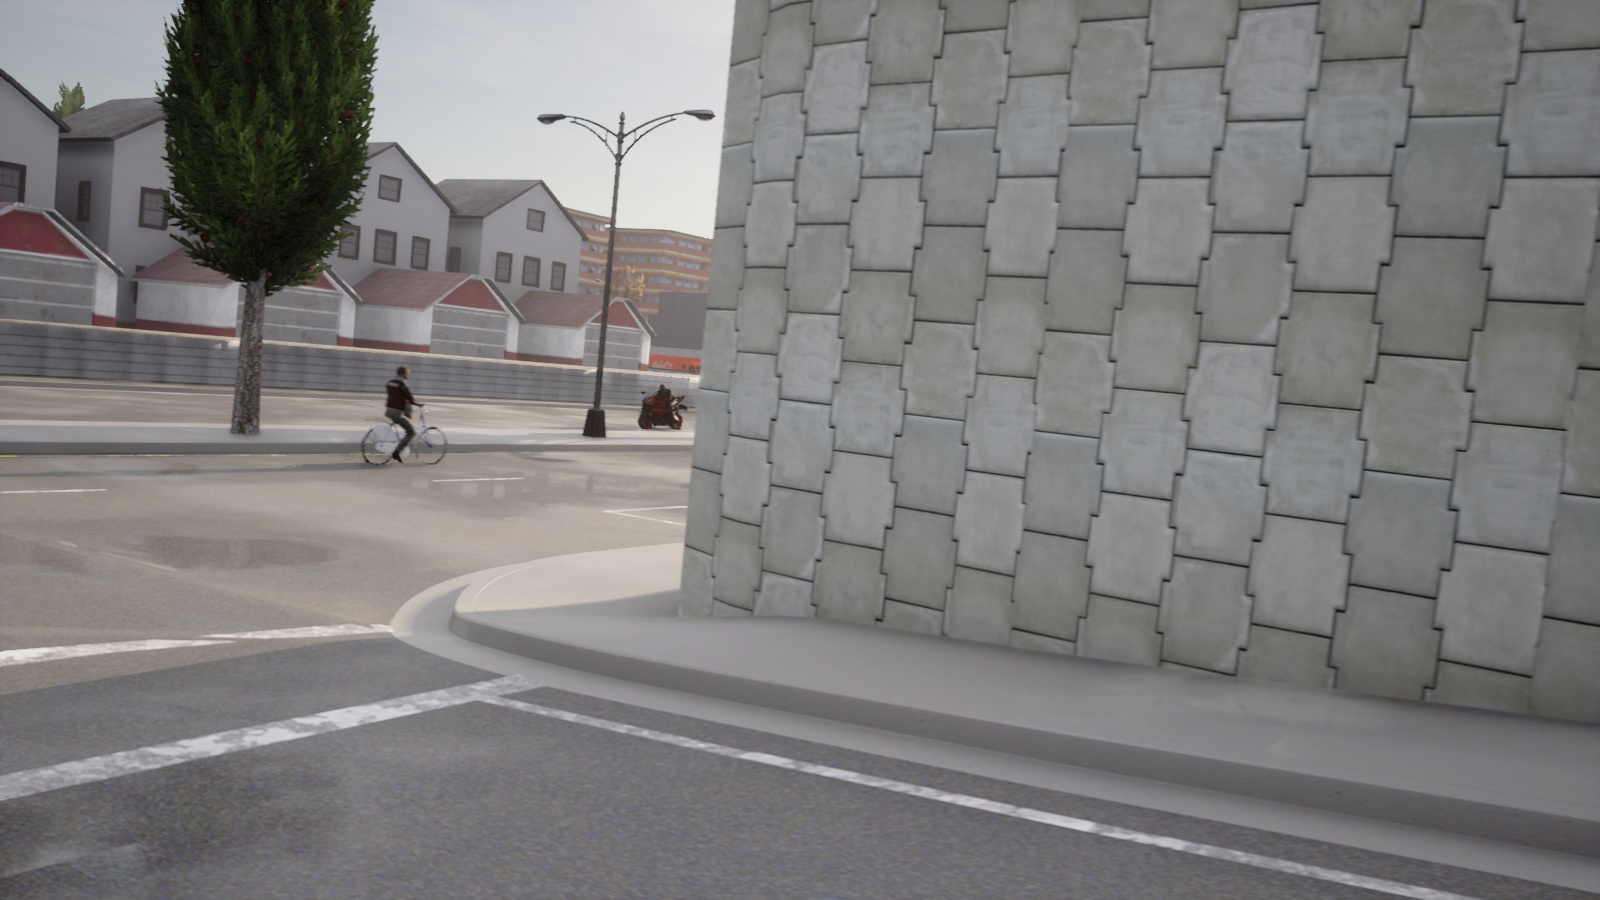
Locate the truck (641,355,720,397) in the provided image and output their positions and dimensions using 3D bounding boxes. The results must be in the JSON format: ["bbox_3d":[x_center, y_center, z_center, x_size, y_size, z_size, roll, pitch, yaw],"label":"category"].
[{"bbox_3d":[-8.451,-5.216,88.605,5.204,2.467,2.627,9,6,44],"label":"truck"}]

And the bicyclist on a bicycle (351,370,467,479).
[{"bbox_3d":[-6.758,-0.447,21.794,0.659,1.776,1.843,7,5,32],"label":"bicyclist on a bicycle"}]

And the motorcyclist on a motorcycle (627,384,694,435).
[{"bbox_3d":[-4.460,-1.278,40.319,0.866,1.530,2.191,7,4,32],"label":"motorcyclist on a motorcycle"}]
